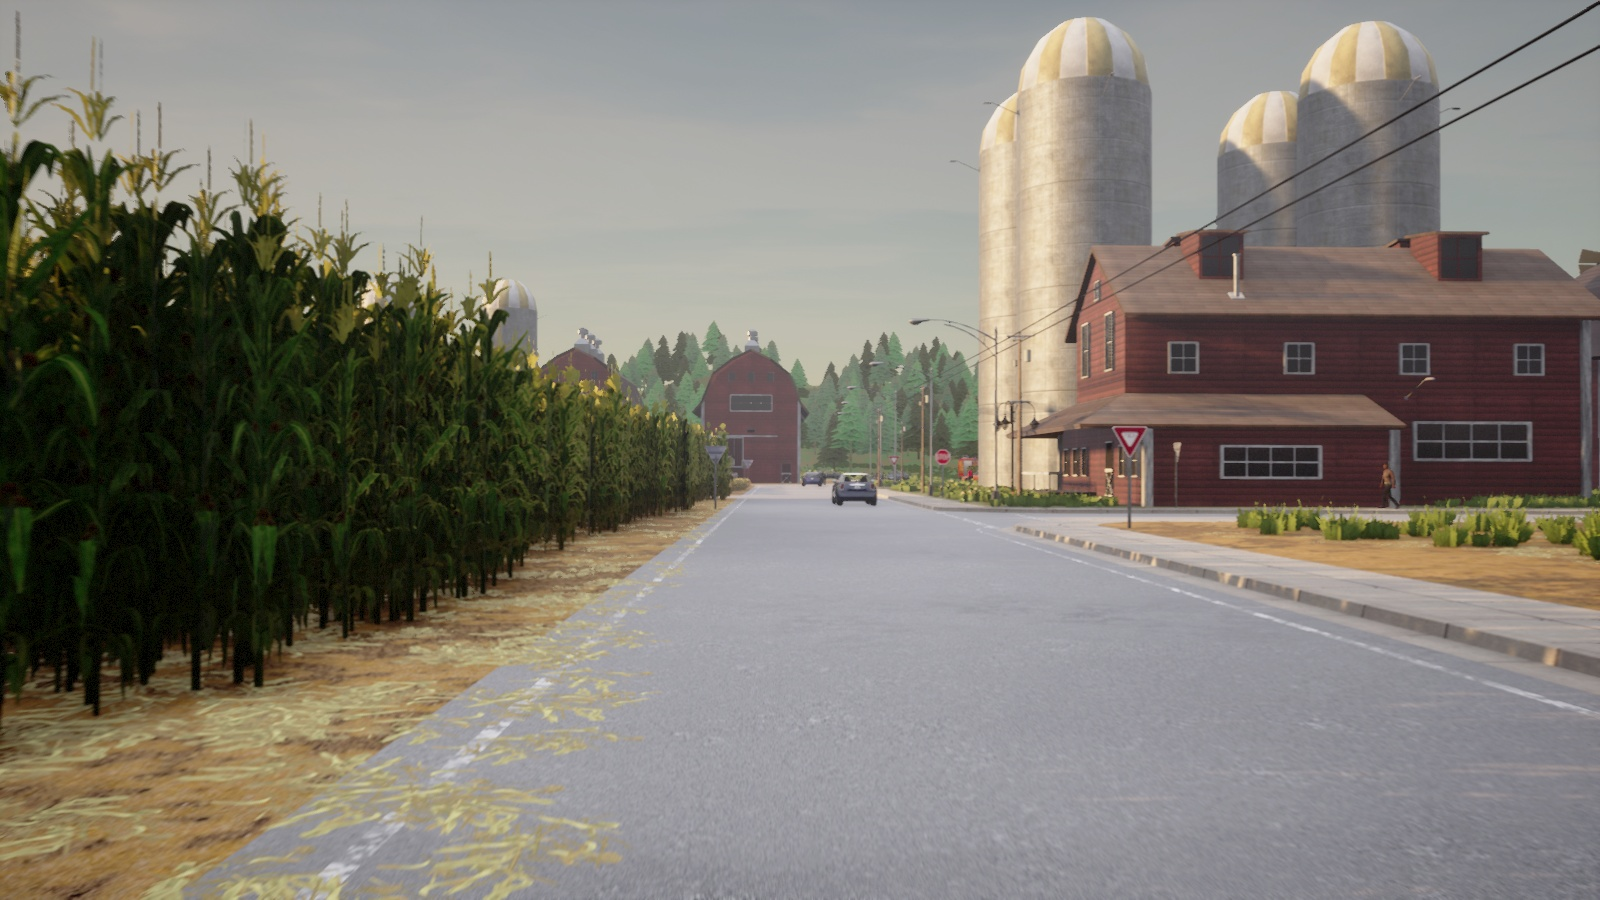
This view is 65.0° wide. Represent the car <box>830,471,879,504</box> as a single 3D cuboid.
[{"bbox_3d":[2.506,1.742,58.577,1.970,1.475,3.806,0,-1,-2],"label":"car"}]

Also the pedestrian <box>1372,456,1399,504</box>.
[{"bbox_3d":[22.316,1.153,47.850,0.869,1.805,0.328,0,-1,-3],"label":"pedestrian"}]
